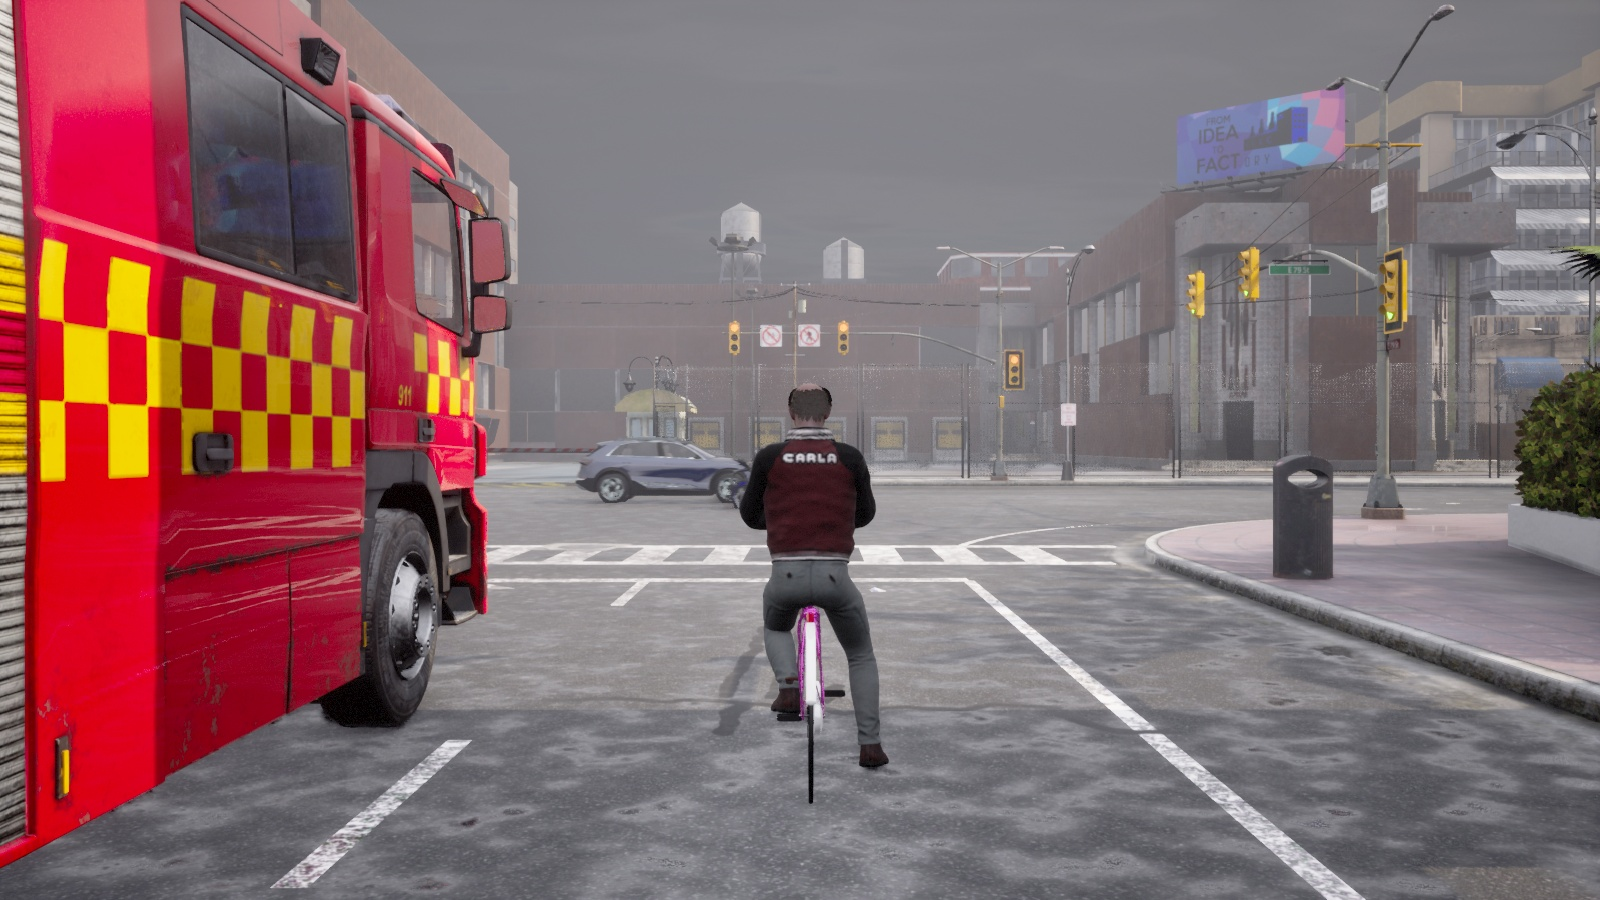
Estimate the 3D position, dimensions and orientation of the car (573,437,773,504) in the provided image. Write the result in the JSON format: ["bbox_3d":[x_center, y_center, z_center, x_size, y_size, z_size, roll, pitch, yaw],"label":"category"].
[{"bbox_3d":[-3.145,0.494,31.830,4.856,1.649,2.033,0,0,1],"label":"car"}]

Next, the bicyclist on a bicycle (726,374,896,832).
[{"bbox_3d":[0.044,0.584,5.787,0.659,1.776,1.843,0,1,0],"label":"bicyclist on a bicycle"}]

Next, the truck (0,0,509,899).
[{"bbox_3d":[-3.466,-0.446,4.404,2.891,3.827,8.468,0,0,0],"label":"truck"}]

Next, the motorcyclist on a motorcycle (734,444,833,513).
[{"bbox_3d":[-0.363,0.621,28.295,2.191,1.530,0.866,0,0,1],"label":"motorcyclist on a motorcycle"}]
